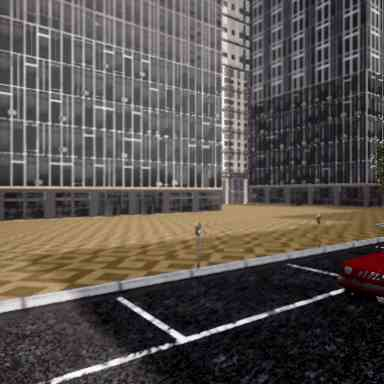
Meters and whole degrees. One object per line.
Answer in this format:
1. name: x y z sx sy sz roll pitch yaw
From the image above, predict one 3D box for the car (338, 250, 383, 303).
1. car: 5.165 1.578 7.054 4.718 1.301 1.895 0 0 -35
